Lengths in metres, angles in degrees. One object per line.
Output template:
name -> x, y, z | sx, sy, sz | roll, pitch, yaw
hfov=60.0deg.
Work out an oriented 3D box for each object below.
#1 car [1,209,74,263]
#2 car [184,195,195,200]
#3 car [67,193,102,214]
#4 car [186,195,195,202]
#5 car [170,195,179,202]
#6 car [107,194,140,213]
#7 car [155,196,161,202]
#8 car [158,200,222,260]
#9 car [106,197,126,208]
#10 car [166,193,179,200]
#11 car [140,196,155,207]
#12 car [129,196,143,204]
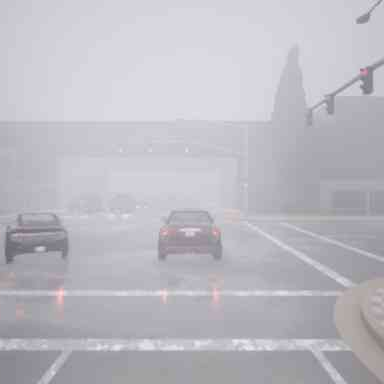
car -> -5.724, 1.485, 12.094 | 2.128, 1.511, 4.902 | 1, 0, -29
car -> -0.445, 1.314, 66.808 | 2.097, 1.767, 4.553 | 0, 0, 0
car -> -11.256, 1.193, 35.273 | 2.150, 2.045, 5.566 | 0, 1, 0
car -> -0.387, 1.420, 75.340 | 1.994, 1.385, 4.181 | 0, 0, 0
car -> -3.886, 1.401, 75.436 | 1.812, 1.442, 4.674 | 0, 0, 0
car -> -7.731, 1.201, 37.725 | 2.150, 2.045, 5.566 | 0, 0, 1
car -> -7.441, 1.503, 67.470 | 1.994, 1.385, 4.181 | 0, 0, 0
car -> -0.148, 1.344, 12.609 | 2.097, 1.767, 4.553 | 0, 0, -2
car -> -11.144, 1.535, 49.081 | 1.994, 1.385, 4.181 | 0, 0, 1
car -> -3.952, 1.184, 65.778 | 2.150, 2.045, 5.566 | 0, 0, 0
car -> -7.602, 1.517, 52.415 | 2.033, 1.411, 5.357 | 0, 0, 1
car -> -10.963, 1.483, 65.480 | 1.812, 1.442, 4.674 | 0, 0, 1
